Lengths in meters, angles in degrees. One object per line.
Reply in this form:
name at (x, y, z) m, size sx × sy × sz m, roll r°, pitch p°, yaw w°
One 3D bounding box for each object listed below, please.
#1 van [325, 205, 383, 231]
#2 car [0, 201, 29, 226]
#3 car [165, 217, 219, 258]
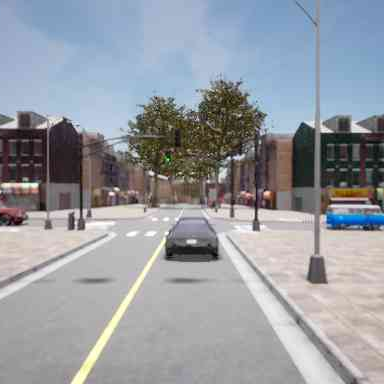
van at (11.767, 1.844, 24.009) m, size 3.998 × 1.788 × 1.690 m, roll 1°, pitch 0°, yaw 0°
car at (-14.592, 1.487, 24.026) m, size 5.009 × 1.841 × 2.192 m, roll 1°, pitch 0°, yaw 0°
car at (0.045, 1.688, 13.427) m, size 1.994 × 1.385 × 4.181 m, roll 0°, pitch 0°, yaw 2°
